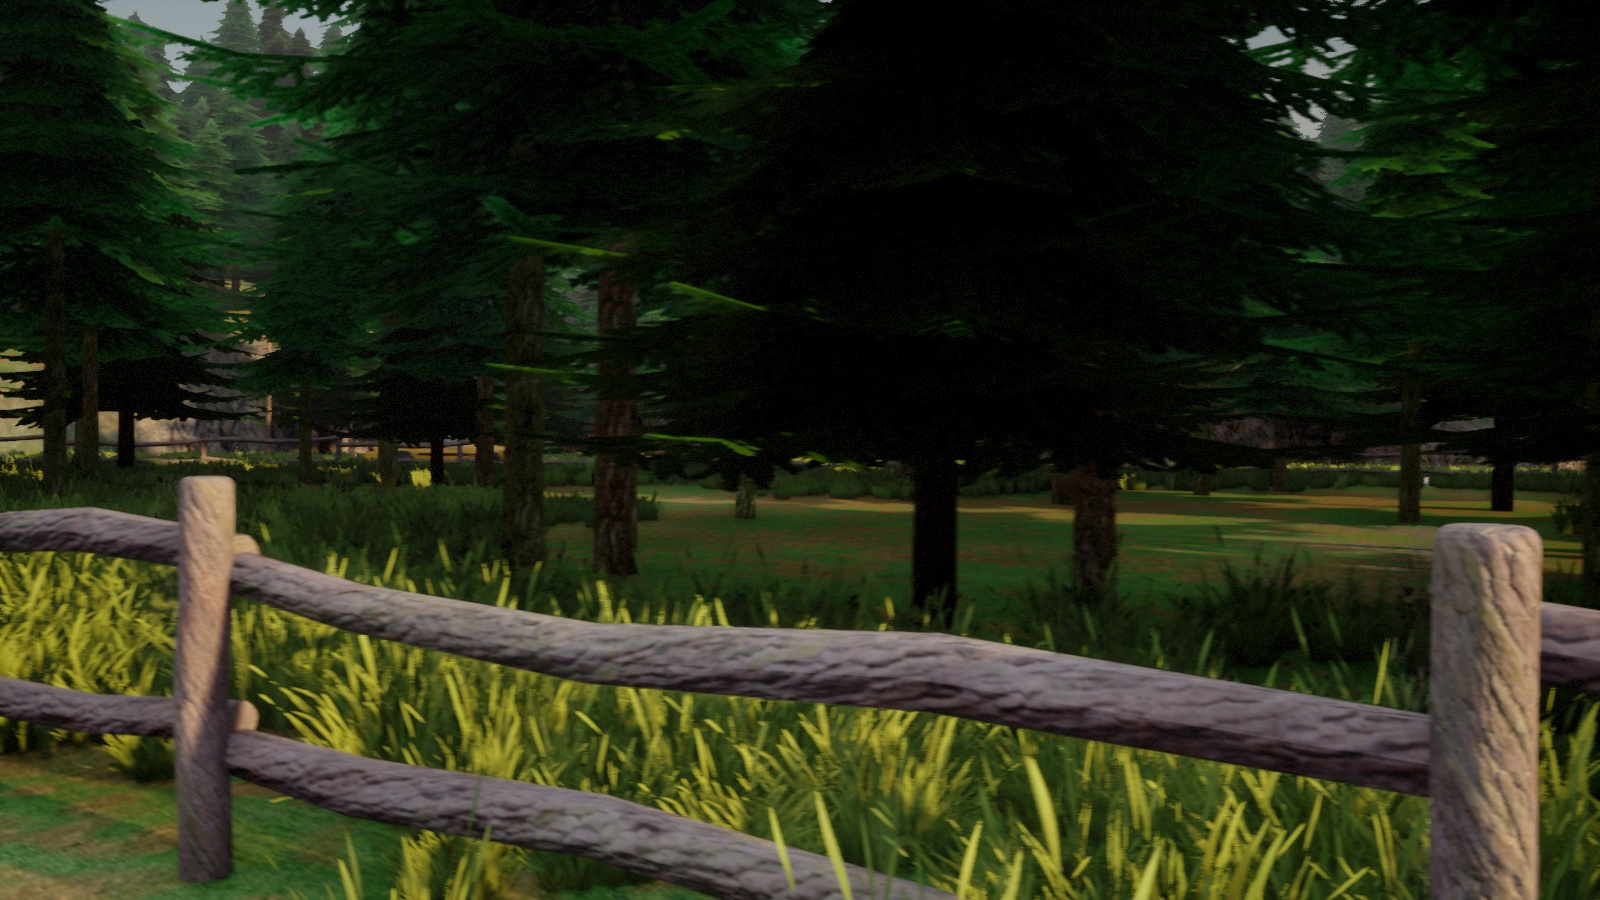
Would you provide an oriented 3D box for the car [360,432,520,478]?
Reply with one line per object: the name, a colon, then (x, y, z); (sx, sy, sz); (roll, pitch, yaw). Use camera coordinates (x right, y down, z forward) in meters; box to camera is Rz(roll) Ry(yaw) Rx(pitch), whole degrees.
car: (-12.851, 0.158, 45.097); (5.366, 1.575, 1.801); (-1, 1, -11)
